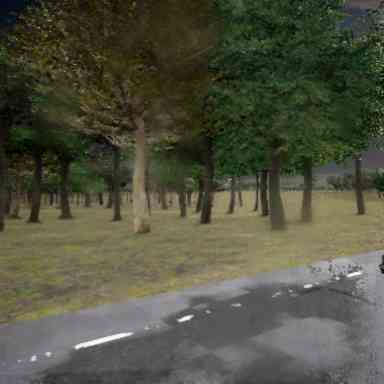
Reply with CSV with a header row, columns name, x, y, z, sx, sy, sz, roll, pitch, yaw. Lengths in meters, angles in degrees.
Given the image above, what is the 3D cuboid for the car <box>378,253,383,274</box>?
name,x,y,z,sx,sy,sz,roll,pitch,yaw
car,7.329,1.593,9.214,5.357,1.411,2.033,0,0,-36
